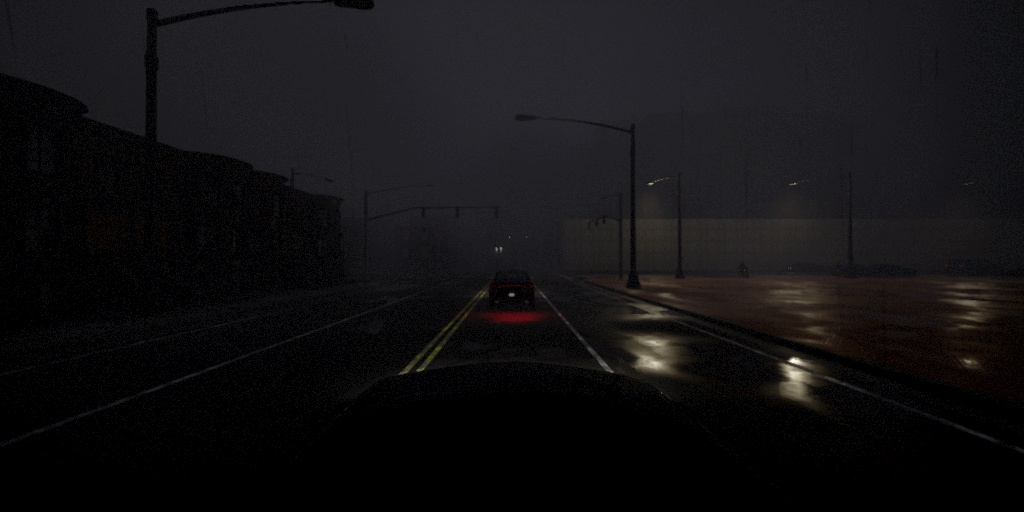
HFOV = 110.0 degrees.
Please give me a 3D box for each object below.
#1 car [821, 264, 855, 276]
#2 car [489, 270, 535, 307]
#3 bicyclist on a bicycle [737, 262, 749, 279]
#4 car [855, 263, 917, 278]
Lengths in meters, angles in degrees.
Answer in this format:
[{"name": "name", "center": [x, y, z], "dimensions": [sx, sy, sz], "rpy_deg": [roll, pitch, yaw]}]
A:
[{"name": "car", "center": [41.092, 1.680, 43.115], "dimensions": [5.357, 1.411, 2.033], "rpy_deg": [0, -1, 0]}, {"name": "car", "center": [-0.003, 1.363, 16.324], "dimensions": [1.882, 1.535, 5.008], "rpy_deg": [0, 0, 0]}, {"name": "bicyclist on a bicycle", "center": [21.747, 1.347, 33.789], "dimensions": [0.582, 1.620, 1.656], "rpy_deg": [0, -1, 0]}, {"name": "car", "center": [41.577, 1.578, 39.610], "dimensions": [5.008, 1.535, 1.882], "rpy_deg": [0, -1, 0]}]
